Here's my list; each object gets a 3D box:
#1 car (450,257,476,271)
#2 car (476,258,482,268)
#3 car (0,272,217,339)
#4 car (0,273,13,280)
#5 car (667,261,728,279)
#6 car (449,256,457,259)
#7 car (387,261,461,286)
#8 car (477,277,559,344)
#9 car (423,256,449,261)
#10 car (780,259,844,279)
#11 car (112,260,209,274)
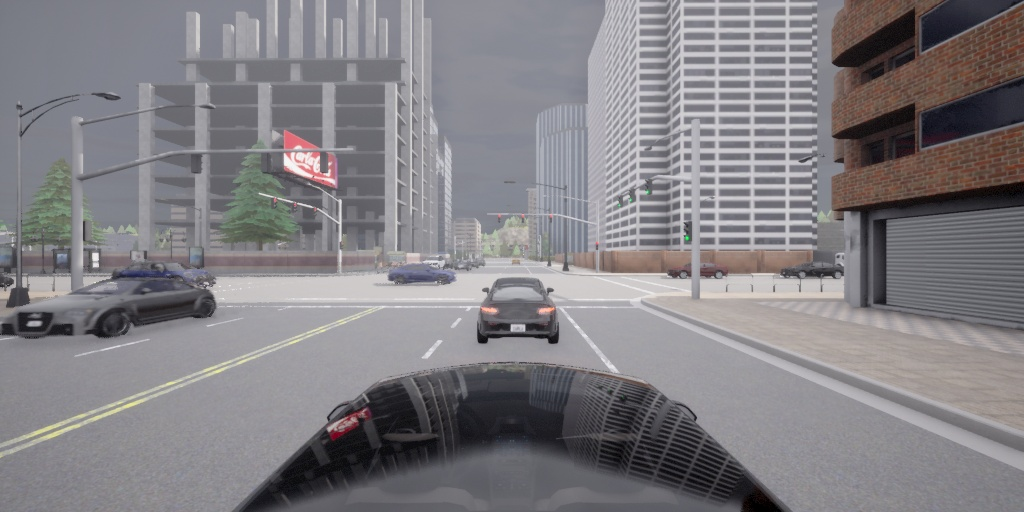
[{"bbox_3d":[-6.565,1.241,48.554,2.128,1.511,4.902,0,0,1],"label":"car"},{"bbox_3d":[-6.444,1.314,58.524,1.994,1.385,4.181,0,0,0],"label":"car"},{"bbox_3d":[-10.600,1.314,9.946,1.994,1.385,4.181,0,0,0],"label":"car"},{"bbox_3d":[-32.929,1.313,21.524,4.181,1.385,1.994,0,0,0],"label":"car"},{"bbox_3d":[16.460,1.227,31.905,5.008,1.535,1.882,0,0,0],"label":"car"},{"bbox_3d":[-9.970,1.102,55.669,2.097,1.767,4.553,0,0,1],"label":"car"},{"bbox_3d":[-6.191,1.275,24.852,4.674,1.442,1.812,0,0,0],"label":"car"},{"bbox_3d":[0.157,1.276,9.484,1.812,1.442,4.674,0,0,1],"label":"car"},{"bbox_3d":[-10.084,0.971,46.199,2.150,2.045,5.566,0,0,1],"label":"car"},{"bbox_3d":[26.653,1.227,31.829,5.008,1.535,1.882,0,0,0],"label":"car"},{"bbox_3d":[-20.515,1.102,21.445,4.553,1.767,2.097,0,0,0],"label":"car"}]
